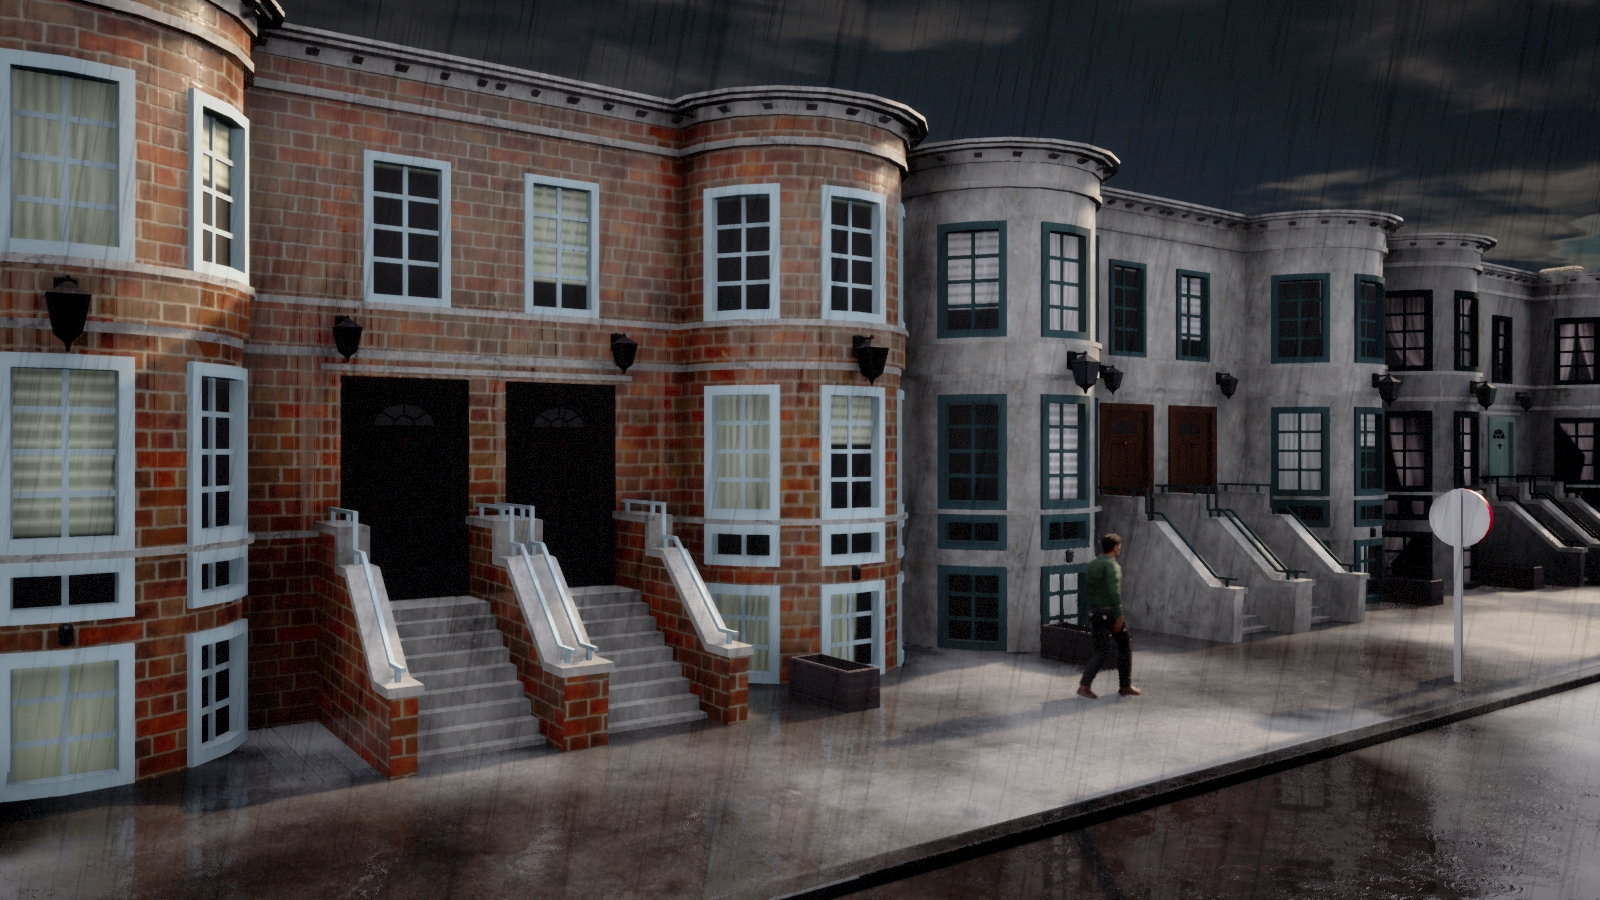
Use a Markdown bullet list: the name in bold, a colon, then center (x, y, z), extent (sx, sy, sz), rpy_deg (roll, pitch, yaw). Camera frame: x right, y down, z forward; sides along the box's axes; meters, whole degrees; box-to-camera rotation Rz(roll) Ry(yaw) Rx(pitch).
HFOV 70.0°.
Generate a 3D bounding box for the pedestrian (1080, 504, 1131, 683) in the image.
- **pedestrian**: center (3.282, 1.524, 12.265), extent (0.375, 1.860, 0.375), rpy_deg (0, 0, -27)
